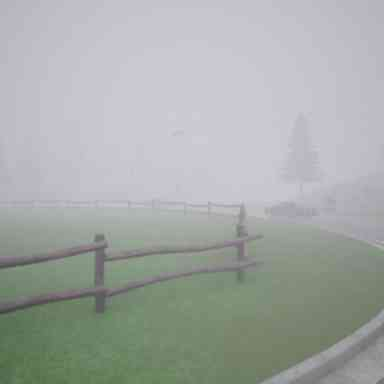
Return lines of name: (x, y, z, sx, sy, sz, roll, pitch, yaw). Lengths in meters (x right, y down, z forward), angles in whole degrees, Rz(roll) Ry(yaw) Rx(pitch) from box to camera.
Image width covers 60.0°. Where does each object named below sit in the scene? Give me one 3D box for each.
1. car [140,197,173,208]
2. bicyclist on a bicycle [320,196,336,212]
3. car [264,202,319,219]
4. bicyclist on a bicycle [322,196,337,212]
car: (-5.081, 1.488, 47.506, 4.892, 1.490, 1.837, 1, 0, 24)
bicyclist on a bicycle: (14.111, 1.274, 34.544, 1.656, 1.620, 0.582, 0, 0, -28)
car: (8.486, 1.528, 28.795, 2.033, 1.411, 5.357, 0, 0, -22)
bicyclist on a bicycle: (14.341, 1.274, 34.110, 1.656, 1.620, 0.582, 0, 0, -27)
